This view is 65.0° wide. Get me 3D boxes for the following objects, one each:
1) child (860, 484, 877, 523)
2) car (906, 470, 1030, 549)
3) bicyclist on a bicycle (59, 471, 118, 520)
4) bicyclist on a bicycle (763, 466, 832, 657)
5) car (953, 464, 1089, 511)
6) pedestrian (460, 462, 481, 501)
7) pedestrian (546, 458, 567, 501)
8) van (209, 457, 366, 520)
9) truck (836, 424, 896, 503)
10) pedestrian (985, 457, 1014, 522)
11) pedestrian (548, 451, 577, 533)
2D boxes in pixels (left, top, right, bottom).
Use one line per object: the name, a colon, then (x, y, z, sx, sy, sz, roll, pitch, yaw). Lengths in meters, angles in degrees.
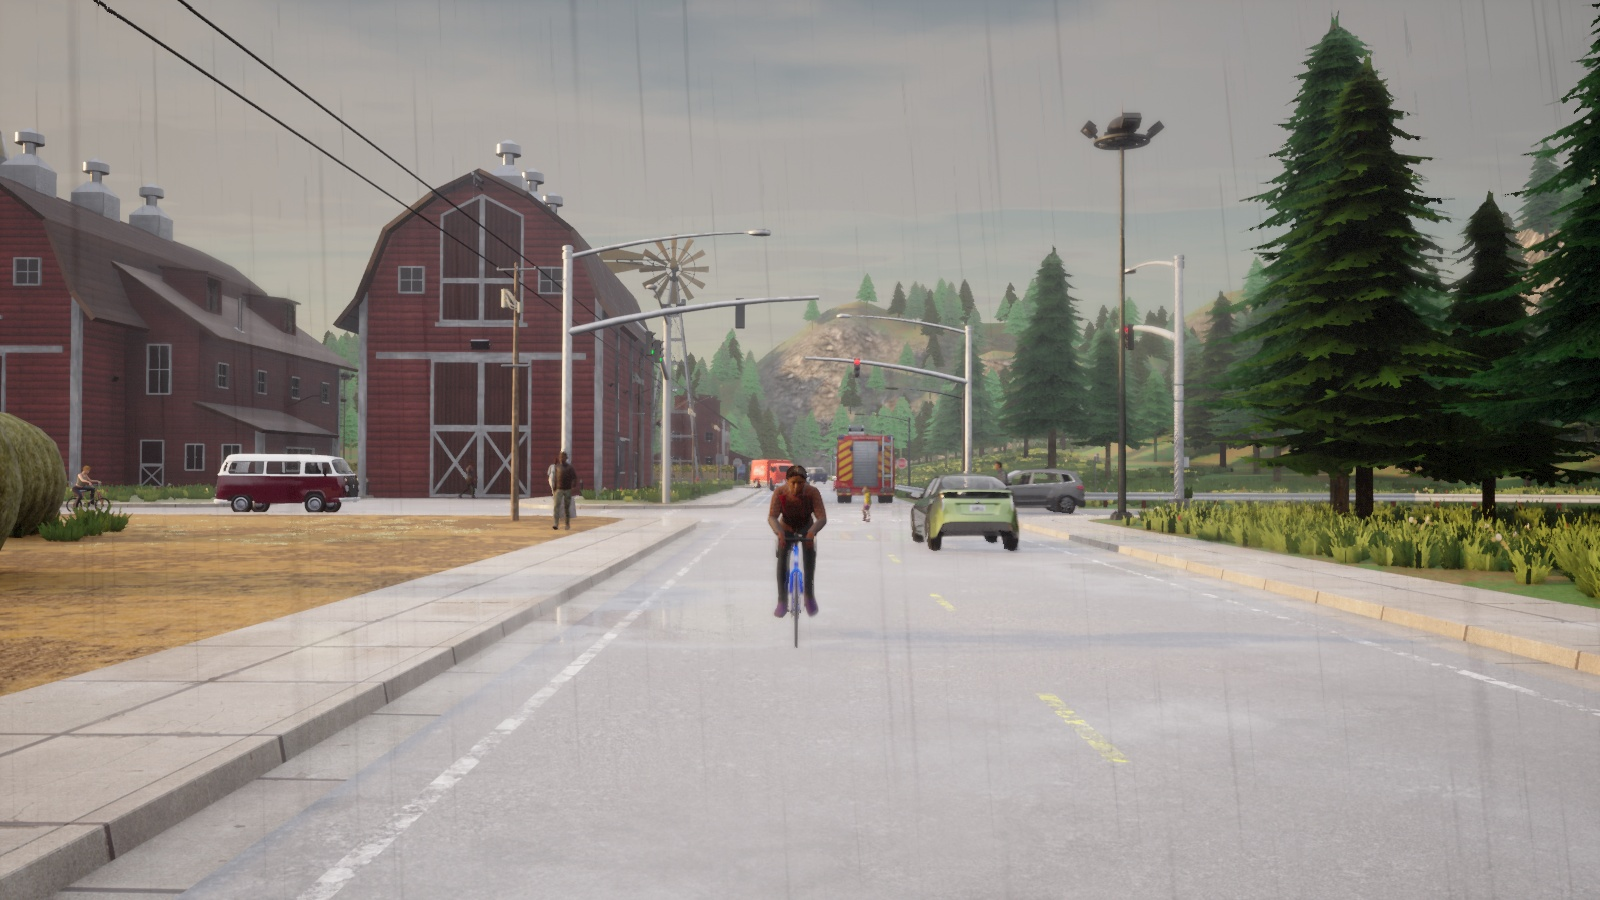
child: (2.073, 1.610, 37.962, 0.473, 1.160, 0.299, 0, -1, -1)
car: (3.441, 1.192, 26.530, 2.007, 1.525, 4.514, 0, -1, 0)
bicyclist on a bicycle: (-24.097, 1.534, 42.557, 1.509, 1.612, 0.866, 0, -1, -1)
bicyclist on a bicycle: (-0.026, 0.960, 11.509, 0.582, 1.620, 1.656, 0, -1, 0)
car: (8.163, 1.388, 46.716, 4.611, 1.667, 2.242, 0, -1, -1)
pedestrian: (-15.271, 1.466, 58.187, 0.869, 1.805, 0.328, 0, -1, -4)
pedestrian: (-10.517, 1.279, 54.171, 0.874, 1.855, 0.900, 0, -1, -13)
van: (-17.365, 1.292, 42.696, 4.480, 2.038, 2.069, 0, -1, -1)
truck: (3.350, 0.733, 65.487, 2.891, 3.827, 8.468, 0, -1, 2)
pedestrian: (5.966, 1.175, 37.560, 0.788, 1.949, 0.423, 0, -1, 4)
pedestrian: (-5.396, 0.953, 28.566, 0.431, 1.840, 0.703, 0, -1, 10)
